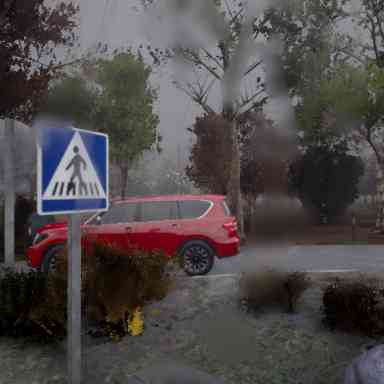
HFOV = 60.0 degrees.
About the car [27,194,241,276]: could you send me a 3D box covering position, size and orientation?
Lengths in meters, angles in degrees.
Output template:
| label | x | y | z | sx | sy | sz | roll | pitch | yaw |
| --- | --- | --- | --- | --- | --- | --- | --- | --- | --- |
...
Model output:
| label | x | y | z | sx | sy | sz | roll | pitch | yaw |
| --- | --- | --- | --- | --- | --- | --- | --- | --- | --- |
| car | -1.475 | 1.120 | 9.200 | 5.566 | 2.045 | 2.150 | -2 | 0 | -2 |
